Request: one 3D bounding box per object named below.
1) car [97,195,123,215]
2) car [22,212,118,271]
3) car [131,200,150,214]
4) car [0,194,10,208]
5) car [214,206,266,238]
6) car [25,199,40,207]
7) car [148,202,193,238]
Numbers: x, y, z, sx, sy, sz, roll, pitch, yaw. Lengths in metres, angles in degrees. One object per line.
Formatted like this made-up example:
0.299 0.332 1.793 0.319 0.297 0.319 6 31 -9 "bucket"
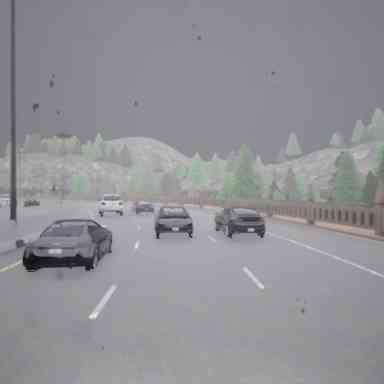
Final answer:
-8.297 1.272 33.706 2.150 2.045 5.566 0 0 -18 "car"
-3.842 1.570 10.969 1.994 1.385 4.181 0 0 -4 "car"
-5.243 1.574 35.420 1.812 1.442 4.674 0 0 -18 "car"
-29.649 1.412 53.464 2.150 2.045 5.566 0 0 -33 "car"
2.426 1.514 17.854 1.837 1.490 4.892 0 0 -8 "car"
-26.283 1.780 54.757 1.895 1.301 4.718 0 0 -33 "car"
-1.092 1.503 17.760 2.128 1.511 4.902 0 0 -8 "car"
